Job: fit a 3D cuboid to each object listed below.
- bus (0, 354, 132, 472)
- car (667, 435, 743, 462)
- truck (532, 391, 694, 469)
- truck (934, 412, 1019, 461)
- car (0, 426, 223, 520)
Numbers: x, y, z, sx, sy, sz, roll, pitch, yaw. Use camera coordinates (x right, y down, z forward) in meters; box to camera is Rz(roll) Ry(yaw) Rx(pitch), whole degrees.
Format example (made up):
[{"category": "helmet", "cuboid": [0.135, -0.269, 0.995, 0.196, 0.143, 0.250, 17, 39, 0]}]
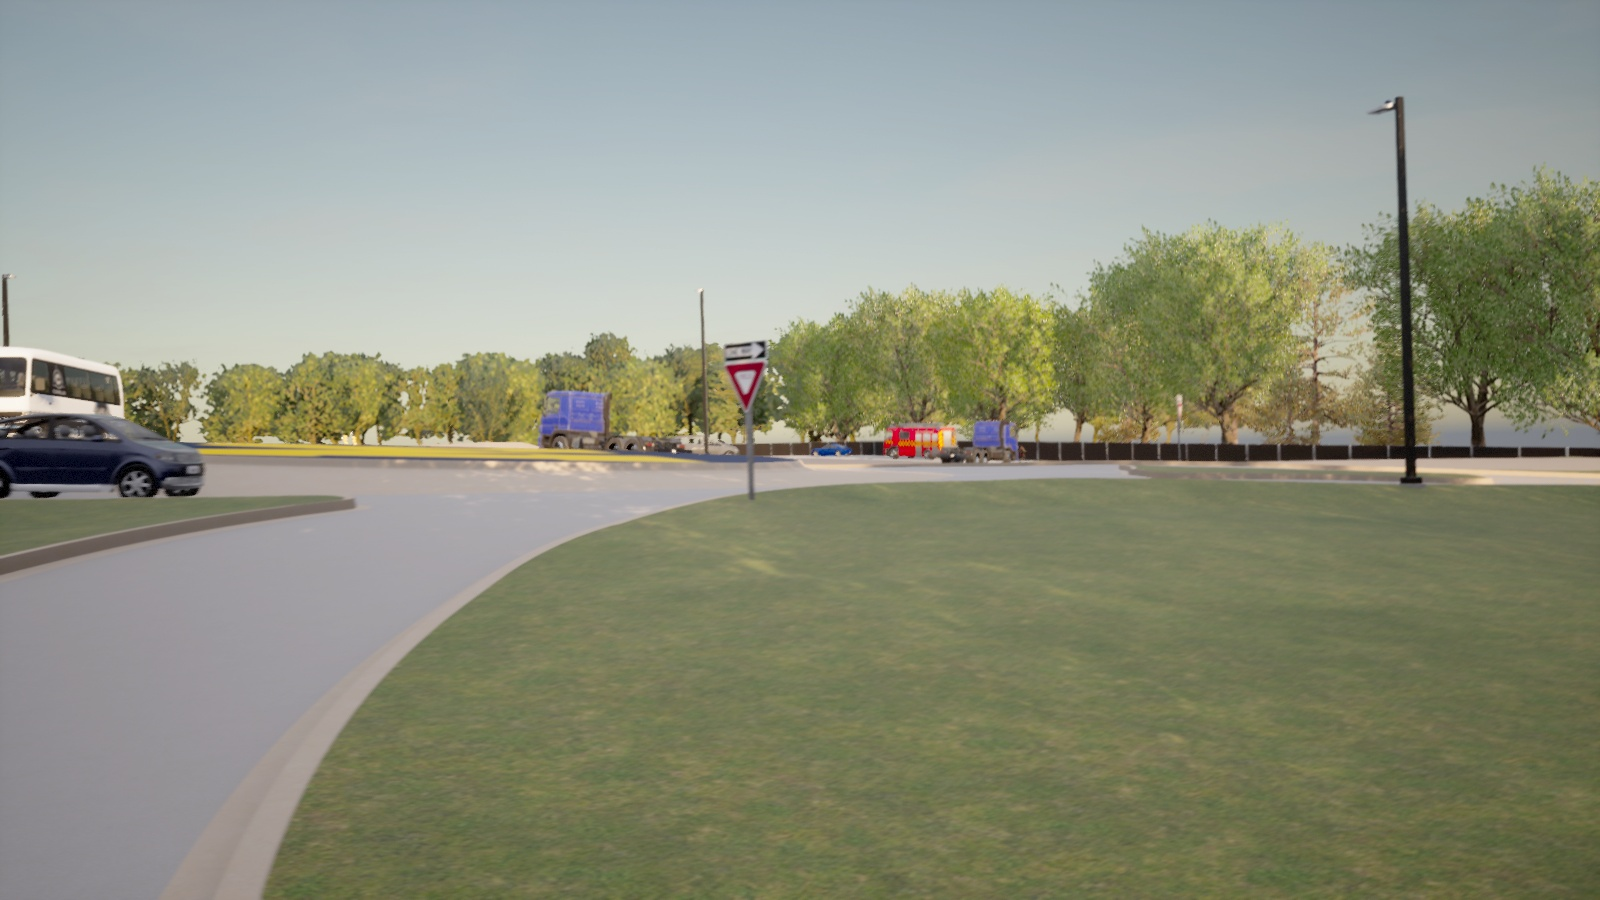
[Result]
[{"category": "bus", "cuboid": [-32.246, -1.327, 52.791, 3.944, 4.253, 10.273, -3, -1, -8]}, {"category": "car", "cuboid": [-6.082, -0.114, 80.417, 4.611, 1.667, 2.242, 0, 0, -12]}, {"category": "truck", "cuboid": [-9.037, -0.979, 60.117, 7.936, 3.462, 2.891, 2, 0, 38]}, {"category": "truck", "cuboid": [13.279, -0.950, 93.819, 2.891, 3.462, 7.936, 0, 0, 36]}, {"category": "car", "cuboid": [-12.467, 0.386, 22.170, 3.705, 1.549, 1.789, -1, 0, 1]}]
